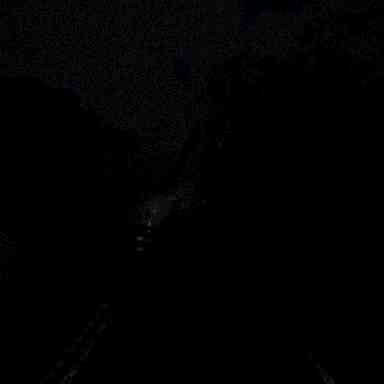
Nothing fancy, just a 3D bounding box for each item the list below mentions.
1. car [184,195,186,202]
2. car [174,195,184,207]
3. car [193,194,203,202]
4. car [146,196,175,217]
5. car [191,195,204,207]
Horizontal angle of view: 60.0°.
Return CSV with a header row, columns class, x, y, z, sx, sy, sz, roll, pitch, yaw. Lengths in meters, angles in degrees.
class,x,y,z,sx,sy,sz,roll,pitch,yaw
car,-2.106,1.285,66.356,2.128,1.511,4.902,0,0,1
car,-2.665,1.348,47.408,1.882,1.535,5.008,0,0,2
car,1.280,1.263,72.104,2.033,1.411,5.357,0,0,1
car,-3.056,1.441,30.657,2.128,1.511,4.902,0,0,1
car,0.782,1.415,48.000,2.033,1.411,5.357,0,0,1
